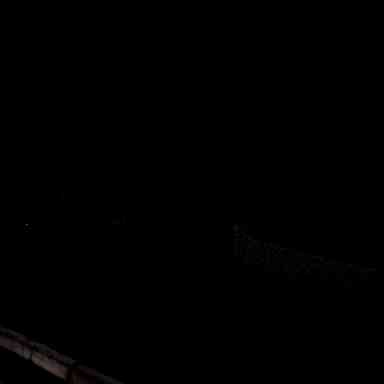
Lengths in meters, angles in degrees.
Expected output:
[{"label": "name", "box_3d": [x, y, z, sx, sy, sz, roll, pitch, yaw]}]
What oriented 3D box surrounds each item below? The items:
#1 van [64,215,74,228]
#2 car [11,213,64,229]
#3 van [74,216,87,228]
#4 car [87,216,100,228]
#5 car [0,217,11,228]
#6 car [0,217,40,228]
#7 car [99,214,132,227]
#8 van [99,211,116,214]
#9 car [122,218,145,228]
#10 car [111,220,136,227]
[{"label": "van", "box_3d": [-21.606, 4.595, 52.335, 4.442, 1.987, 1.878, 0, -6, 5]}, {"label": "car", "box_3d": [-20.043, 3.786, 43.455, 2.150, 2.045, 5.566, -1, -6, 24]}, {"label": "van", "box_3d": [-20.350, 4.877, 55.076, 4.442, 1.987, 1.878, 0, -6, 5]}, {"label": "car", "box_3d": [-19.207, 5.383, 57.790, 4.892, 1.521, 2.231, 0, -5, 5]}, {"label": "car", "box_3d": [-25.484, 4.014, 44.096, 4.674, 1.452, 2.002, 0, -5, 4]}, {"label": "car", "box_3d": [-24.242, 4.296, 46.844, 4.674, 1.452, 2.002, 0, -6, 5]}, {"label": "car", "box_3d": [-15.471, 5.975, 66.019, 5.566, 2.045, 2.435, 0, -5, 5]}, {"label": "van", "box_3d": [-23.407, 7.268, 92.500, 1.878, 1.987, 4.442, 0, 1, 10]}, {"label": "car", "box_3d": [-10.774, 6.218, 63.758, 1.994, 1.385, 4.181, -1, -6, 25]}, {"label": "car", "box_3d": [-14.199, 6.547, 68.729, 4.674, 1.452, 2.002, 0, -5, 5]}]
